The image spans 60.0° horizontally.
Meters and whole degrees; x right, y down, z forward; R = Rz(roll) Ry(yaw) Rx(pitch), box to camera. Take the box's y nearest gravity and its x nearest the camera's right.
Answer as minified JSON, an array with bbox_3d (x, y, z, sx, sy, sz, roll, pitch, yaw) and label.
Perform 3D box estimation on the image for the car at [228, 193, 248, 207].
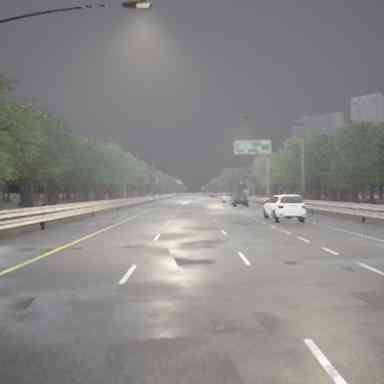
[{"bbox_3d":[7.145,1.199,50.415,2.150,2.045,5.566,0,0,0],"label":"car"}]

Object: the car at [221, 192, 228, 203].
[{"bbox_3d":[7.235,1.184,67.482,2.150,2.045,5.566,0,0,0],"label":"car"}]

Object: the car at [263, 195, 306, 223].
[{"bbox_3d":[7.041,1.220,25.761,2.150,2.045,5.566,0,0,0],"label":"car"}]
